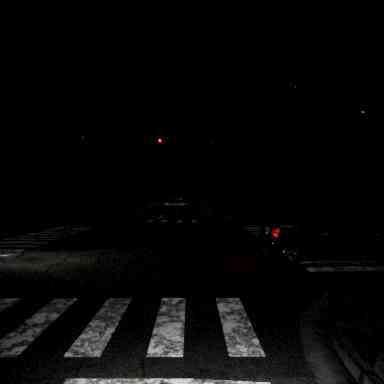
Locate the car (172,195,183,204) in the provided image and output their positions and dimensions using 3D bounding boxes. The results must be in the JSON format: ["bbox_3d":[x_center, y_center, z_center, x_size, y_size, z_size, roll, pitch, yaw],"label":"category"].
[{"bbox_3d":[-2.966,1.498,69.308,2.097,1.767,4.553,0,0,0],"label":"car"}]

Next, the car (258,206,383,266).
[{"bbox_3d":[4.592,1.325,10.982,4.553,1.767,2.097,-1,-1,0],"label":"car"}]
